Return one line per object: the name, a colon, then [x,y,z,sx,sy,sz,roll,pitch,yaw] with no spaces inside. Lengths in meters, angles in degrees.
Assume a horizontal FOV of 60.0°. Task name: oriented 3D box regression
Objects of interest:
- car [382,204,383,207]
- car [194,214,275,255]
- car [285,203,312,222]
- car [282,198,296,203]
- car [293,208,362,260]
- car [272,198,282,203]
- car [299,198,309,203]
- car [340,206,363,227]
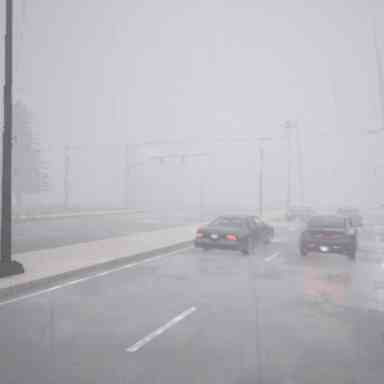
car: [15.213,1.499,24.116,2.150,2.045,5.566,0,0,29]
car: [1.983,1.642,13.973,2.033,1.411,5.357,0,0,28]
car: [9.255,1.841,27.948,1.895,1.301,4.718,0,0,27]
car: [25.914,2.201,87.353,1.882,1.535,5.008,0,0,28]
car: [5.542,1.631,13.203,1.837,1.490,4.892,0,0,28]
car: [22.799,2.298,88.949,1.895,1.301,4.718,0,0,28]
car: [29.014,2.268,85.729,1.812,1.442,4.674,0,0,28]
car: [12.474,1.827,26.557,1.994,1.385,4.181,0,0,27]
